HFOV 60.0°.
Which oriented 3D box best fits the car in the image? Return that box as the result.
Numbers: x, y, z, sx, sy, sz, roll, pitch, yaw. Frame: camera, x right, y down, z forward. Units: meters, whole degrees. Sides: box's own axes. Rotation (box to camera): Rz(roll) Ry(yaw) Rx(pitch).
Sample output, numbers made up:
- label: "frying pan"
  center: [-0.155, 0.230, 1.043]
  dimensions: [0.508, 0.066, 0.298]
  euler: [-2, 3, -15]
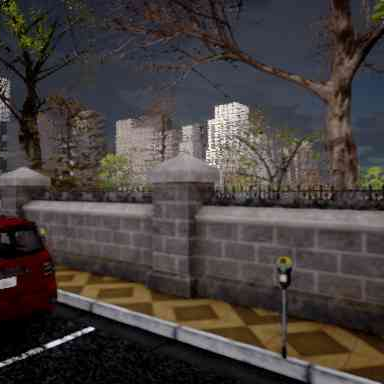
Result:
- label: "car"
  center: [-4.449, 1.315, 5.876]
  dimensions: [5.009, 1.841, 2.192]
  euler: [0, 0, 35]
